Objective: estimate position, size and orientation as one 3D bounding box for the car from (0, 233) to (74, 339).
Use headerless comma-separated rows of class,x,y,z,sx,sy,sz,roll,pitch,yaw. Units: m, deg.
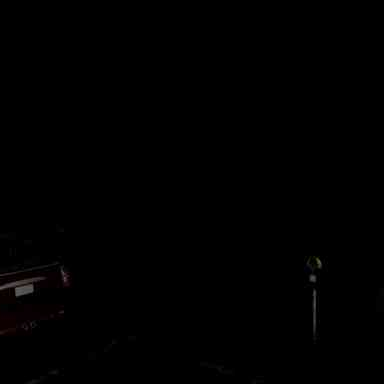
car,-3.995,1.440,5.928,4.097,1.590,1.967,0,0,36
